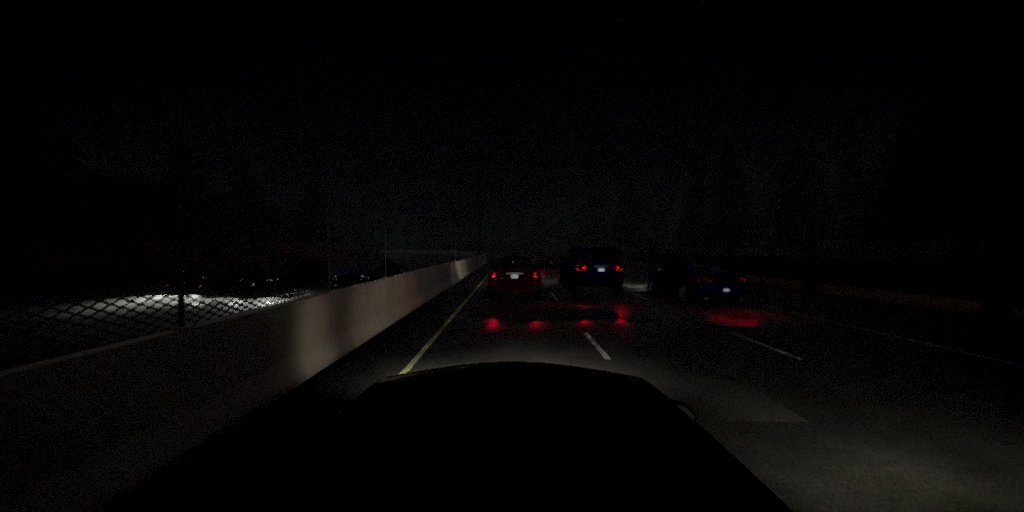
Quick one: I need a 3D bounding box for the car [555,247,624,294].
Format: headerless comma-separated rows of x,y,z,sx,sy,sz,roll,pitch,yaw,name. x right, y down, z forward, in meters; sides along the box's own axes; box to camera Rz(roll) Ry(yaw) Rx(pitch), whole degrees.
3.600,0.590,17.108,2.150,2.045,5.566,0,1,0,car

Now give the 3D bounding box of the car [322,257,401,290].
-7.100,0.826,17.934,1.882,1.535,5.008,0,1,0,car

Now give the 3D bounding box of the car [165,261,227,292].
-14.099,0.926,17.368,1.994,1.385,4.181,0,1,0,car

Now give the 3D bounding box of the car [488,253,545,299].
0.100,0.755,15.732,2.097,1.767,4.553,0,1,0,car

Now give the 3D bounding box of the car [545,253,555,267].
3.602,0.394,35.400,1.882,1.535,5.008,0,1,0,car

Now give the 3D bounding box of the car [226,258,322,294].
-10.600,0.875,17.050,1.837,1.490,4.892,0,1,0,car

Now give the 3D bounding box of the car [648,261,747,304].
7.101,0.915,14.334,1.882,1.535,5.008,0,1,0,car
